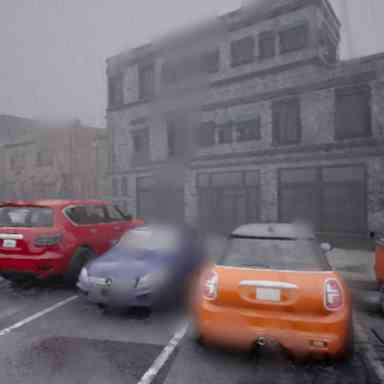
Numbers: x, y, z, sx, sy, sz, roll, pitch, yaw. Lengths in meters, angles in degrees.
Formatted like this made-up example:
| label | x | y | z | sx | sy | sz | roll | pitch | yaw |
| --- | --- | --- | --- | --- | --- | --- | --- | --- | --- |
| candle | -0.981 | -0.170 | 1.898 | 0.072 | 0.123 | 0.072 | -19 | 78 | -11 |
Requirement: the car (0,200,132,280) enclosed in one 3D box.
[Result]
| label | x | y | z | sx | sy | sz | roll | pitch | yaw |
| --- | --- | --- | --- | --- | --- | --- | --- | --- | --- |
| car | -3.217 | 1.244 | 9.780 | 2.435 | 2.045 | 5.566 | 0 | -1 | 16 |

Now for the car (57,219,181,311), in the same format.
| label | x | y | z | sx | sy | sz | roll | pitch | yaw |
| --- | --- | --- | --- | --- | --- | --- | --- | --- | --- |
| car | -0.831 | 1.530 | 8.046 | 2.002 | 1.452 | 4.674 | 0 | -1 | 16 |

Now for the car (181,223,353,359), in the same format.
| label | x | y | z | sx | sy | sz | roll | pitch | yaw |
| --- | --- | --- | --- | --- | --- | --- | --- | --- | --- |
| car | 1.544 | 1.360 | 6.316 | 2.185 | 1.767 | 4.553 | 0 | -1 | 15 |

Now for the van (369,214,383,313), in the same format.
| label | x | y | z | sx | sy | sz | roll | pitch | yaw |
| --- | --- | --- | --- | --- | --- | --- | --- | --- | --- |
| van | 3.971 | 1.261 | 4.756 | 1.878 | 1.987 | 4.442 | 0 | -1 | 16 |
